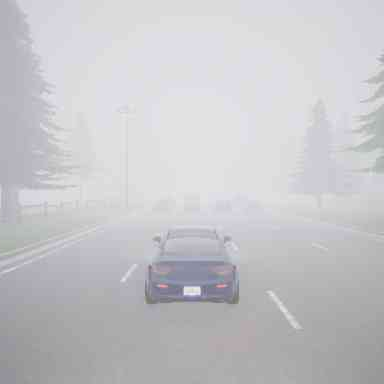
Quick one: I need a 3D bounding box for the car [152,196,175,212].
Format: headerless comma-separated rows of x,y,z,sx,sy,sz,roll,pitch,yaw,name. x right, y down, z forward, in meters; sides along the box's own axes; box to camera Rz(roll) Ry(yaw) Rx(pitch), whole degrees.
-3.484,1.547,38.604,2.033,1.411,5.357,0,0,0,car

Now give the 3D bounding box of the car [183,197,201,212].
0.016,1.564,39.019,1.994,1.385,4.181,0,0,0,car

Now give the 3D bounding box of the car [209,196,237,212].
3.516,1.491,38.601,2.128,1.511,4.902,0,0,0,car

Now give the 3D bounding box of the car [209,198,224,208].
3.520,1.601,49.051,1.895,1.301,4.718,0,0,0,car

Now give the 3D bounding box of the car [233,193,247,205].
7.020,1.221,49.050,2.150,2.045,5.566,0,0,0,car

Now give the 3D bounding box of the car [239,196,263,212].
7.016,1.526,39.017,1.812,1.442,4.674,0,0,0,car

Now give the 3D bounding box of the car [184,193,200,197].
0.020,1.221,49.053,2.150,2.045,5.566,0,0,0,car

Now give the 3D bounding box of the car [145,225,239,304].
0.004,1.526,7.990,1.812,1.442,4.674,0,0,0,car
